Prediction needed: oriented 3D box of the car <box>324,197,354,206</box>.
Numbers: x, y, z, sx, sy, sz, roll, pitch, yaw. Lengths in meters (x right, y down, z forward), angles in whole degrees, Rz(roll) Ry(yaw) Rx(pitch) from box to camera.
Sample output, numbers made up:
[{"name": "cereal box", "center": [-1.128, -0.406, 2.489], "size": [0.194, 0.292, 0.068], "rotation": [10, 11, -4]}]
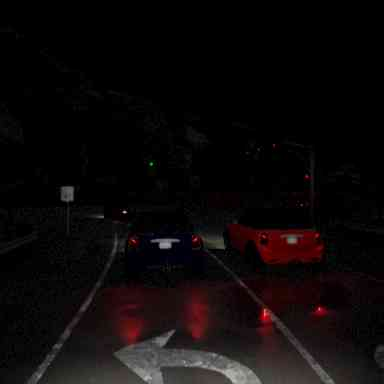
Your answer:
[{"name": "car", "center": [24.280, 1.566, 54.801], "size": [4.181, 1.385, 1.994], "rotation": [0, 0, -14]}]

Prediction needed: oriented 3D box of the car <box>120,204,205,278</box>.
[{"name": "car", "center": [-0.970, 1.362, 10.436], "size": [2.097, 1.767, 4.553], "rotation": [0, 0, -8]}]

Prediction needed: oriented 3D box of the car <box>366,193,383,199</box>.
[{"name": "car", "center": [35.389, 1.215, 65.192], "size": [5.566, 2.045, 2.150], "rotation": [0, 0, -17]}]

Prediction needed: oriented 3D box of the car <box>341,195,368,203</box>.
[{"name": "car", "center": [33.246, 1.475, 68.146], "size": [5.008, 1.535, 1.882], "rotation": [0, 0, -17]}]

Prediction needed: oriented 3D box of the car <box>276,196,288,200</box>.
[{"name": "car", "center": [18.518, 1.568, 64.099], "size": [5.357, 1.411, 2.033], "rotation": [0, 0, -14]}]

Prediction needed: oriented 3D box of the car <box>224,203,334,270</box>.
[{"name": "car", "center": [2.500, 1.357, 11.269], "size": [2.097, 1.767, 4.553], "rotation": [0, 0, -7]}]

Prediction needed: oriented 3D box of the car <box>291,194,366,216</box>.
[{"name": "car", "center": [12.205, 1.224, 29.762], "size": [5.566, 2.045, 2.150], "rotation": [0, 0, -14]}]

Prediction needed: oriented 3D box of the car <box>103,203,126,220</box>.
[{"name": "car", "center": [-6.368, 1.607, 28.838], "size": [1.994, 1.385, 4.181], "rotation": [0, 0, -26]}]

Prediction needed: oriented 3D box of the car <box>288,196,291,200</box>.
[{"name": "car", "center": [20.662, 1.540, 61.058], "size": [4.674, 1.442, 1.812], "rotation": [0, 0, -14]}]
